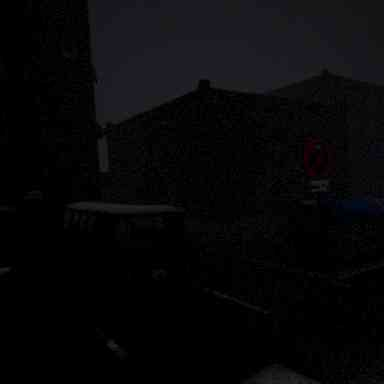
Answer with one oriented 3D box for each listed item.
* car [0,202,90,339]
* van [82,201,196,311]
[{"bbox_3d":[-4.061,1.227,6.142,2.435,2.045,5.566,-1,0,-35],"label":"car"},{"bbox_3d":[-1.839,1.229,7.834,1.878,1.987,4.442,-1,0,-35],"label":"van"}]
